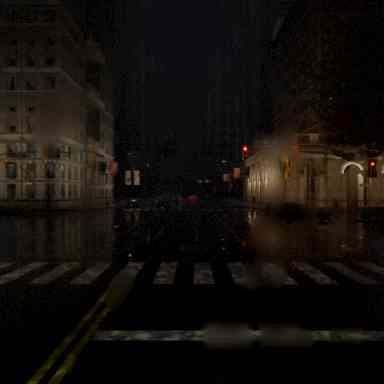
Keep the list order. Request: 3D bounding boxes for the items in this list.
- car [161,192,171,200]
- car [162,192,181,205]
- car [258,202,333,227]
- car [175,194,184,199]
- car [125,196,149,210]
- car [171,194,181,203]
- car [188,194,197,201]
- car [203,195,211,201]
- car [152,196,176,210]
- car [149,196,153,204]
[{"bbox_3d":[-6.807,1.062,86.553,2.150,2.045,5.566,0,0,1],"label":"car"},{"bbox_3d":[-3.623,1.223,60.135,2.150,2.045,5.566,0,0,0],"label":"car"},{"bbox_3d":[7.060,1.505,22.964,4.892,1.490,1.837,0,2,31],"label":"car"},{"bbox_3d":[-3.295,1.154,87.782,2.033,1.411,5.357,0,0,1],"label":"car"},{"bbox_3d":[-7.391,1.564,43.803,1.994,1.385,4.181,0,0,6],"label":"car"},{"bbox_3d":[-3.440,1.355,72.728,2.097,1.767,4.553,0,0,1],"label":"car"},{"bbox_3d":[0.117,1.279,78.577,2.097,1.767,4.553,0,0,1],"label":"car"},{"bbox_3d":[3.617,1.464,78.575,2.033,1.411,5.357,0,0,1],"label":"car"},{"bbox_3d":[-3.633,1.547,43.636,2.033,1.411,5.357,0,0,0],"label":"car"},{"bbox_3d":[-7.128,1.505,56.982,1.837,1.490,4.892,0,0,0],"label":"car"}]
